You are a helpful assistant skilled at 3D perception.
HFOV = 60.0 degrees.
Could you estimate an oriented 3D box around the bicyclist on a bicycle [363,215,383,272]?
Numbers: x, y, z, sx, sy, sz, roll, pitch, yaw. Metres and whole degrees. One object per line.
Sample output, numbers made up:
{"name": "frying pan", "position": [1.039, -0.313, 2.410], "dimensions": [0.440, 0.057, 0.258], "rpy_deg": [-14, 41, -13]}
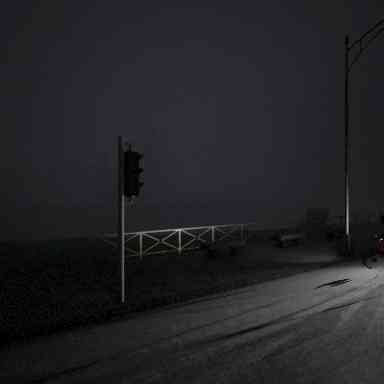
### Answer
{"name": "bicyclist on a bicycle", "position": [5.466, 1.455, 9.061], "dimensions": [0.582, 1.620, 1.656], "rpy_deg": [0, -2, -37]}
